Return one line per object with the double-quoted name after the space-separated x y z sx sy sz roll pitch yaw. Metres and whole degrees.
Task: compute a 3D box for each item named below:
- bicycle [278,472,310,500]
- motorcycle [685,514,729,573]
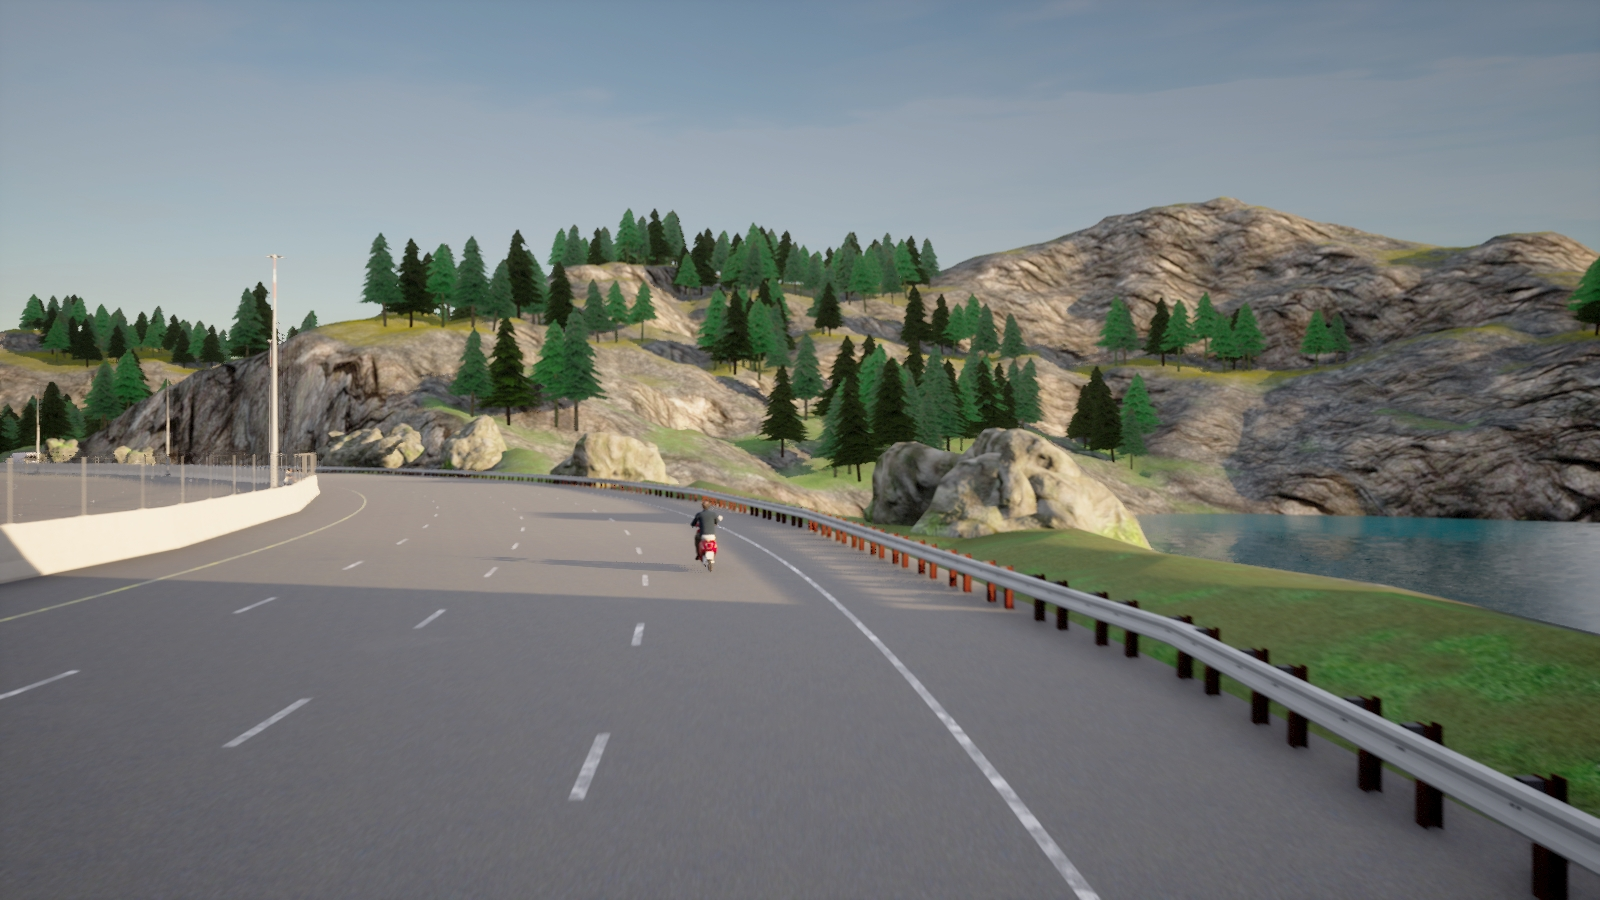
-29.468 2.091 66.520 1.643 1.514 0.373 -2 -3 -19 "bicycle"
-2.222 2.192 27.088 0.856 1.236 1.805 -1 0 -10 "motorcycle"
